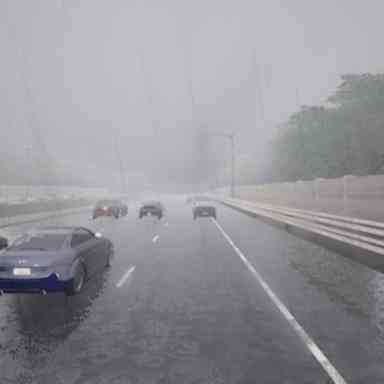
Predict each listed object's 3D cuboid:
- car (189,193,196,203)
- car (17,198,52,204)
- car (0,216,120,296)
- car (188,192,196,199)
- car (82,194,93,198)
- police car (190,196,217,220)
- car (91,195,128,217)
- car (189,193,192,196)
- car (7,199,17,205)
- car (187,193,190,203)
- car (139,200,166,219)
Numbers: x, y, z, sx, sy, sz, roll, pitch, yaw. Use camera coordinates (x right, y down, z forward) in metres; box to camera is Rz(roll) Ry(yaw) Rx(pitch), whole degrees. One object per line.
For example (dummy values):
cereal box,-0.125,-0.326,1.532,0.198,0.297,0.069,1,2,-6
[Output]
car,1.042,1.327,38.337,2.097,1.767,4.553,0,0,0
car,-17.598,1.468,38.542,2.128,1.511,4.902,0,0,0
car,-3.402,1.562,8.664,1.994,1.385,4.181,0,0,0
car,-0.015,0.912,82.662,2.097,1.767,4.553,0,0,0
car,-24.515,1.005,78.642,1.812,1.442,4.674,0,0,0
police car,1.045,1.418,28.478,1.930,1.638,5.238,0,0,0
car,-6.906,1.345,28.564,2.097,1.767,4.553,0,0,0
car,1.041,1.308,44.336,2.097,1.767,4.553,0,0,0
car,-21.090,1.534,41.133,1.994,1.385,4.181,0,0,0
car,-0.011,1.413,63.077,1.994,1.385,4.181,0,0,0
car,-3.405,1.497,28.878,1.837,1.490,4.892,0,0,0
